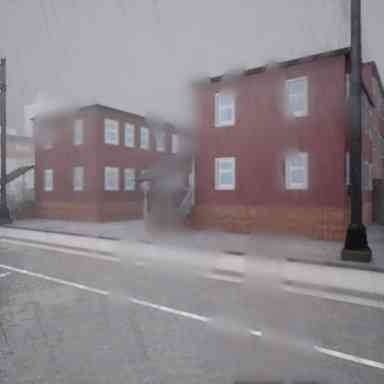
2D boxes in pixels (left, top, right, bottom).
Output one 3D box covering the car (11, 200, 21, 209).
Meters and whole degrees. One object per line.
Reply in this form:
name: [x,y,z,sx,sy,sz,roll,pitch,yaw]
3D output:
car: [-16.753,1.539,34.453,1.837,1.490,4.892,0,0,36]
